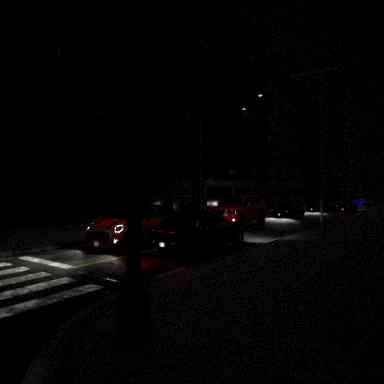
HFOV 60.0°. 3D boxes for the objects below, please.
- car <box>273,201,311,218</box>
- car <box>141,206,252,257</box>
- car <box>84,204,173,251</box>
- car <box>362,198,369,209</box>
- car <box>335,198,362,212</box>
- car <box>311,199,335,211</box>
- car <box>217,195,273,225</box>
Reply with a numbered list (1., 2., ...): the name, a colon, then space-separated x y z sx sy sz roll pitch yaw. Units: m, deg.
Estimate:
1. car: 8.964 1.538 30.591 2.033 1.411 5.357 0 0 35
2. car: 0.373 1.510 13.129 1.837 1.490 4.892 0 0 35
3. car: -2.306 1.345 14.213 2.097 1.767 4.553 0 0 34
4. car: 23.574 1.536 46.750 1.812 1.442 4.674 0 0 35
5. car: 17.831 1.605 38.348 1.895 1.301 4.718 0 0 35
6. car: 14.733 1.538 38.882 2.033 1.411 5.357 0 0 35
7. car: 3.139 1.213 22.156 2.150 2.045 5.566 0 0 35
